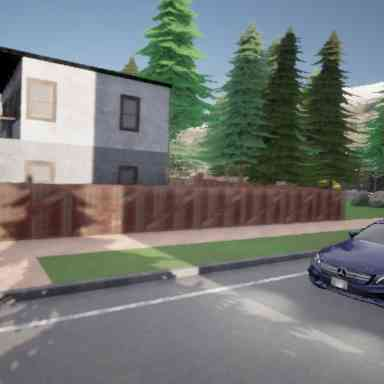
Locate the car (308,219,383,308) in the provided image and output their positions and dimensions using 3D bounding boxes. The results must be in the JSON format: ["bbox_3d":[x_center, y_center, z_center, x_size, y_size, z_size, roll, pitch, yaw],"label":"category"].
[{"bbox_3d":[4.488,1.322,6.946,4.674,1.442,1.812,1,4,-33],"label":"car"}]
